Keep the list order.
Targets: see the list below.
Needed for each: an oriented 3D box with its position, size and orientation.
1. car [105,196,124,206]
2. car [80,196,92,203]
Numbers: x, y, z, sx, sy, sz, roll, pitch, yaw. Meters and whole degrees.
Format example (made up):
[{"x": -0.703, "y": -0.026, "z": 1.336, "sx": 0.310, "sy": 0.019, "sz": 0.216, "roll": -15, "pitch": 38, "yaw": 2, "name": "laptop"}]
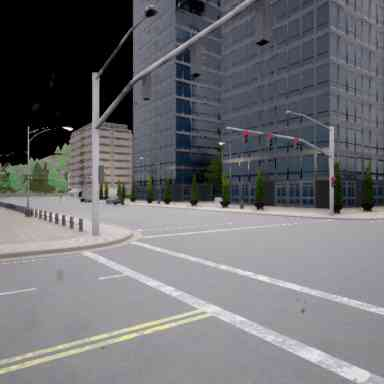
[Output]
[{"x": -12.701, "y": 1.446, "z": 54.446, "sx": 1.837, "sy": 1.490, "sz": 4.892, "roll": 0, "pitch": -1, "yaw": -35, "name": "car"}, {"x": -20.607, "y": 1.492, "z": 65.729, "sx": 2.033, "sy": 1.411, "sz": 5.357, "roll": 0, "pitch": 0, "yaw": -33, "name": "car"}]
